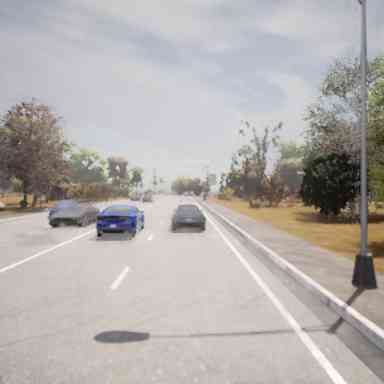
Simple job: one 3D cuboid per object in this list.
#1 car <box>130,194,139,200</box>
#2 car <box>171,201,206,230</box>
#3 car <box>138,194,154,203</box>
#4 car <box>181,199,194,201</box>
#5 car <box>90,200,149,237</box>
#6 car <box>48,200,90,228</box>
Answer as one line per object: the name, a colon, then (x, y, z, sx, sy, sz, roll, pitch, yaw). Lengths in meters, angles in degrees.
car: (-11.789, 1.210, 69.755, 2.128, 1.511, 4.902, 0, 0, -1)
car: (-0.207, 1.470, 20.145, 1.994, 1.385, 4.181, 0, 0, -1)
car: (-8.149, 1.225, 61.178, 1.837, 1.490, 4.892, 0, 0, 0)
car: (-0.562, 1.423, 38.273, 1.895, 1.301, 4.718, 0, 0, -1)
car: (-3.659, 1.398, 17.697, 1.882, 1.535, 5.008, 0, 0, -1)
car: (-7.434, 1.453, 21.628, 2.033, 1.411, 5.357, 0, 0, -1)
